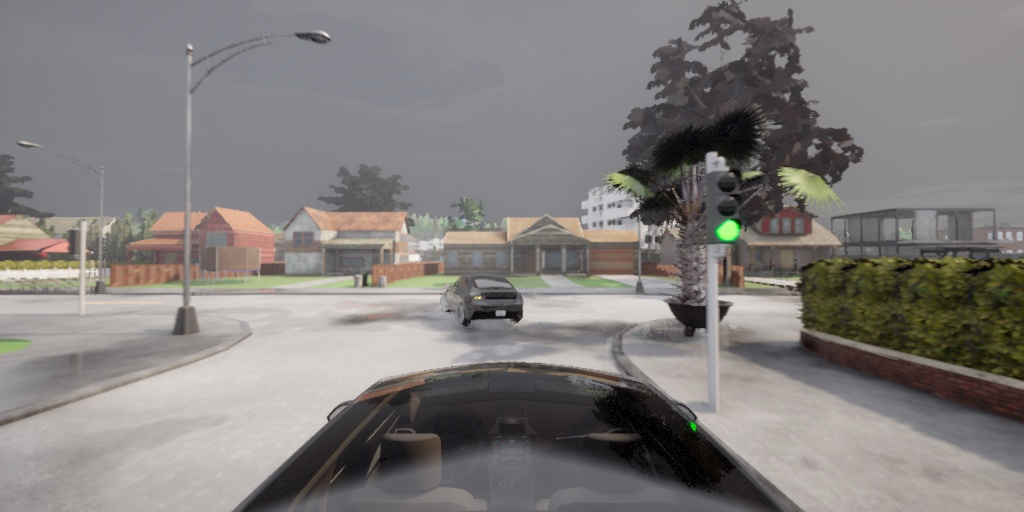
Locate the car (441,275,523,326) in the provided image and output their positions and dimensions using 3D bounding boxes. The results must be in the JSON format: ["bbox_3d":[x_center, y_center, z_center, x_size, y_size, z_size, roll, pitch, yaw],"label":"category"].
[{"bbox_3d":[-1.162,1.393,12.488,1.837,1.490,4.892,2,-1,-21],"label":"car"}]
